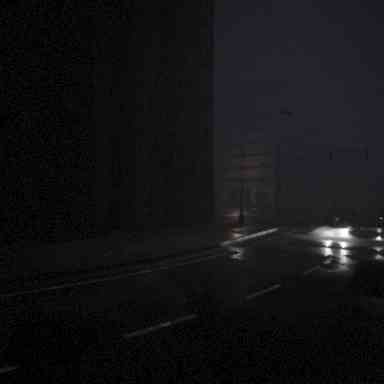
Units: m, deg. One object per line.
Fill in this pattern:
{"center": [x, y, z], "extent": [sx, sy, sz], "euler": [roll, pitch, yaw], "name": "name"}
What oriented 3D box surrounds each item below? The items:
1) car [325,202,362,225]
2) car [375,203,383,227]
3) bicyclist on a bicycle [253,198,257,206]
{"center": [11.983, 1.768, 26.649], "extent": [2.128, 1.511, 4.902], "euler": [0, -1, 32], "name": "car"}
{"center": [14.962, 1.793, 24.811], "extent": [1.837, 1.490, 4.892], "euler": [0, -1, 32], "name": "car"}
{"center": [11.766, 1.893, 61.903], "extent": [0.582, 1.620, 1.656], "euler": [0, 0, 31], "name": "bicyclist on a bicycle"}
